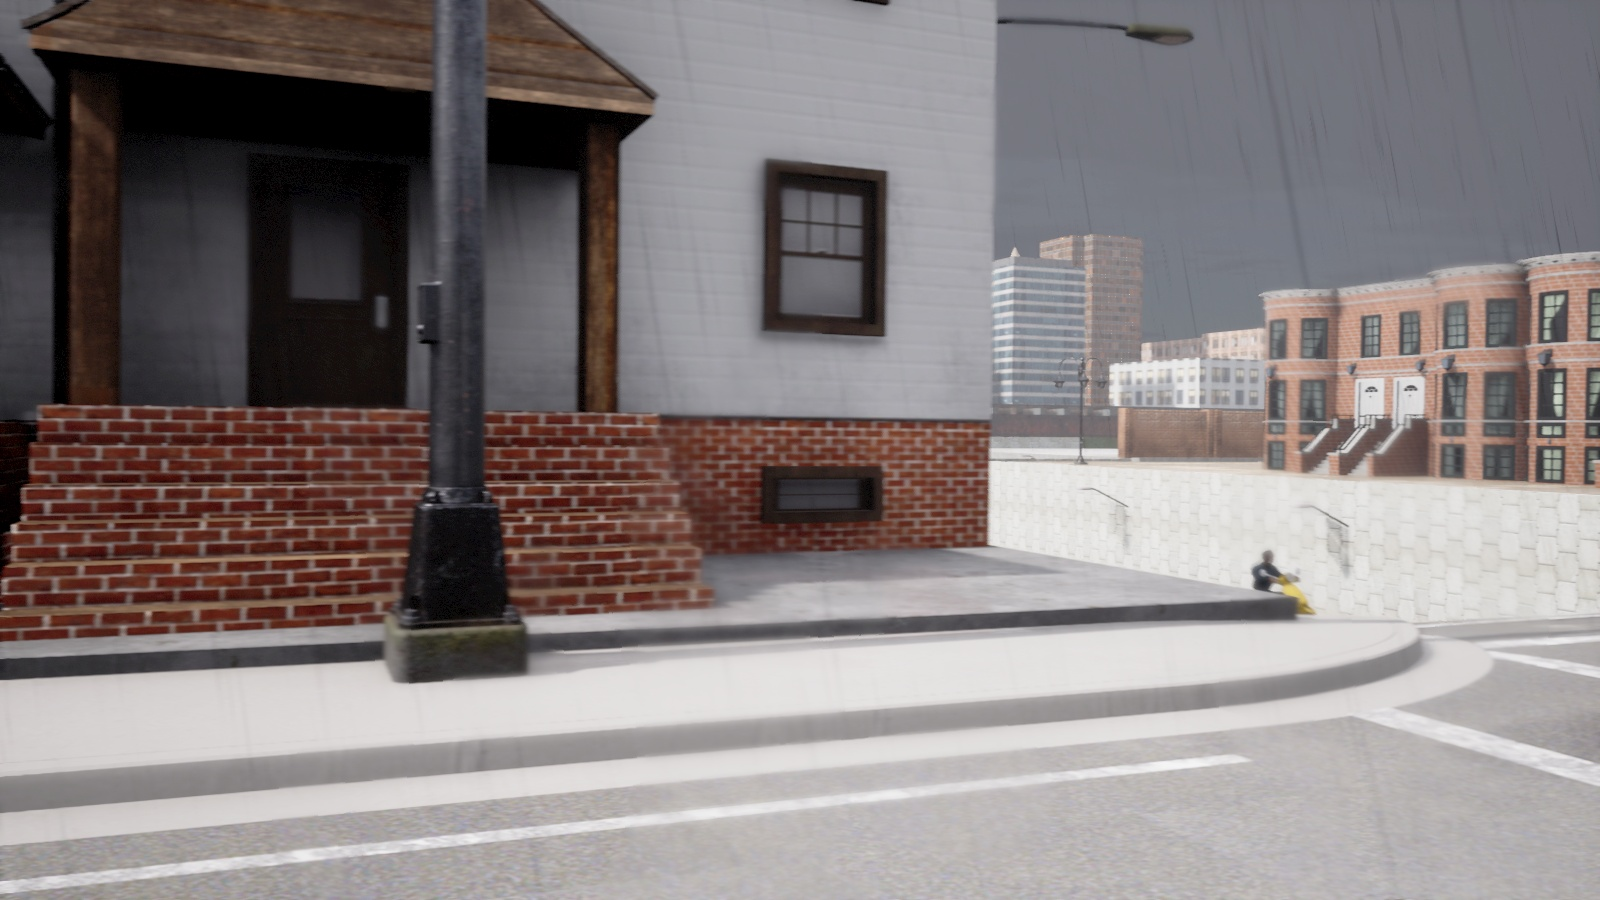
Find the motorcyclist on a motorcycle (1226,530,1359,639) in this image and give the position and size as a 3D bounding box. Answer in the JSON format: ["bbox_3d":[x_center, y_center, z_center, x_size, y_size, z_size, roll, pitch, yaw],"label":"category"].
[{"bbox_3d":[8.317,2.303,21.316,0.866,1.590,1.817,-2,-11,-22],"label":"motorcyclist on a motorcycle"}]
